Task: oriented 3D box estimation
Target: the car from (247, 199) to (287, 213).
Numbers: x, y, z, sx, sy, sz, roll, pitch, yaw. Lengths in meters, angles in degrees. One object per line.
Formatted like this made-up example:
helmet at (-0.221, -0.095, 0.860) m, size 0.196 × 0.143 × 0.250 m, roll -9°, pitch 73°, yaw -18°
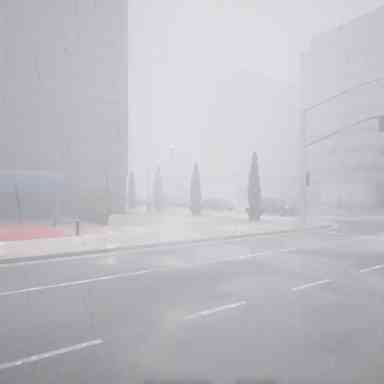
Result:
car at (8.509, 1.564, 37.841) m, size 1.994 × 1.385 × 4.181 m, roll 0°, pitch 0°, yaw -35°

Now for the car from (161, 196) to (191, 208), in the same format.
car at (-2.559, 1.547, 47.646) m, size 2.033 × 1.411 × 5.357 m, roll 0°, pitch 0°, yaw -35°

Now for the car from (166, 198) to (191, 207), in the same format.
car at (-2.202, 1.601, 53.280) m, size 1.895 × 1.301 × 4.718 m, roll 0°, pitch 0°, yaw -35°

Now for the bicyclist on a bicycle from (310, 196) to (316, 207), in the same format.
bicyclist on a bicycle at (16.941, 1.301, 46.707) m, size 1.656 × 1.620 × 0.582 m, roll 0°, pitch 0°, yaw -35°

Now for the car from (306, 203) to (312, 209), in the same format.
car at (11.664, 1.547, 39.784) m, size 2.033 × 1.411 × 5.357 m, roll 0°, pitch 0°, yaw -35°

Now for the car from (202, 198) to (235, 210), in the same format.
car at (3.515, 1.526, 45.036) m, size 1.812 × 1.442 × 4.674 m, roll 0°, pitch 0°, yaw -35°

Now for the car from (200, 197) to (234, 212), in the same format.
car at (3.001, 1.491, 39.637) m, size 2.128 × 1.511 × 4.902 m, roll 0°, pitch 0°, yaw -35°

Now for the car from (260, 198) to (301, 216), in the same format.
car at (8.192, 1.352, 32.161) m, size 2.097 × 1.767 × 4.553 m, roll 0°, pitch 0°, yaw -35°

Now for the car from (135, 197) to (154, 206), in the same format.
car at (-8.099, 1.526, 55.676) m, size 1.812 × 1.442 × 4.674 m, roll 0°, pitch 0°, yaw -34°

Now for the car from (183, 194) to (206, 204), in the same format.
car at (0.417, 1.353, 62.110) m, size 2.097 × 1.767 × 4.553 m, roll 0°, pitch 0°, yaw -35°

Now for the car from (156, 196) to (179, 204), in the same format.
car at (-4.708, 1.492, 63.284) m, size 2.128 × 1.511 × 4.902 m, roll 0°, pitch 0°, yaw -34°
